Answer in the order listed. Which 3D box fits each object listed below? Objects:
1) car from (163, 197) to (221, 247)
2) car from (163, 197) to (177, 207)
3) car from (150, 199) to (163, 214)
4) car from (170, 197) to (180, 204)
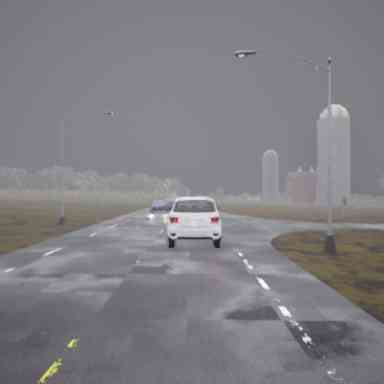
[{"bbox_3d":[0.096,1.233,15.254,2.150,2.045,5.566,0,0,0],"label":"car"},{"bbox_3d":[-3.570,1.646,54.992,1.882,1.535,5.008,0,0,0],"label":"car"},{"bbox_3d":[-3.598,1.561,37.547,1.882,1.535,5.008,0,0,0],"label":"car"},{"bbox_3d":[-3.508,1.746,70.262,1.882,1.535,5.008,0,0,0],"label":"car"}]
